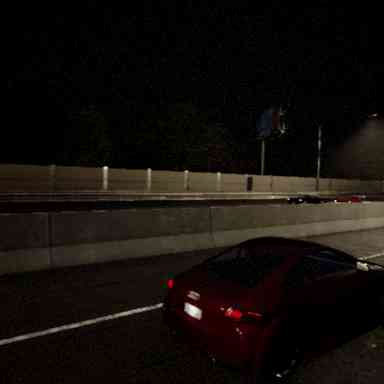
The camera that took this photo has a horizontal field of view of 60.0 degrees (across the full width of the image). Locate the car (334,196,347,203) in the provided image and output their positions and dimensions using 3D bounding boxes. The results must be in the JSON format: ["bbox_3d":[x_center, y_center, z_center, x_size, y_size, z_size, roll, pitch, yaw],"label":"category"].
[{"bbox_3d":[16.355,0.993,33.638,4.718,1.301,1.895,0,2,-36],"label":"car"}]

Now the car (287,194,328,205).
[{"bbox_3d":[12.080,0.855,34.844,4.718,1.301,1.895,0,2,-36],"label":"car"}]

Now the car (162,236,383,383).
[{"bbox_3d":[1.629,1.431,5.270,4.181,1.385,1.994,0,2,-36],"label":"car"}]

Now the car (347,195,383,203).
[{"bbox_3d":[15.788,1.040,28.870,4.674,1.442,1.812,0,2,-36],"label":"car"}]
